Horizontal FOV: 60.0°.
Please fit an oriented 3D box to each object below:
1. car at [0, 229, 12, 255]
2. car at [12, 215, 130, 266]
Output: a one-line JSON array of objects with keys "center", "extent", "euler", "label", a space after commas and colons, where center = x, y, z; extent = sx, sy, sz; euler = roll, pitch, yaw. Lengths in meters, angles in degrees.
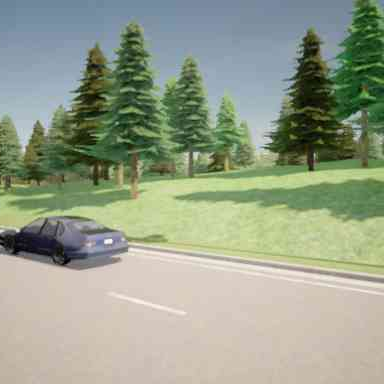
[{"center": [-7.610, 1.193, 9.362], "extent": [5.566, 2.045, 2.150], "euler": [0, 0, 36], "label": "car"}, {"center": [-4.544, 1.522, 11.459], "extent": [5.357, 1.411, 2.033], "euler": [0, 0, 36], "label": "car"}]
